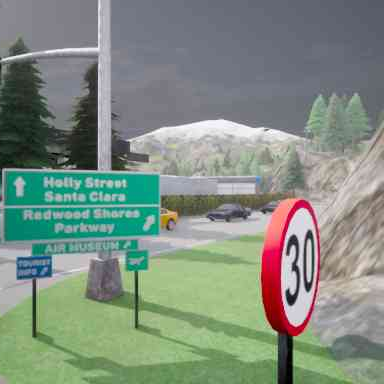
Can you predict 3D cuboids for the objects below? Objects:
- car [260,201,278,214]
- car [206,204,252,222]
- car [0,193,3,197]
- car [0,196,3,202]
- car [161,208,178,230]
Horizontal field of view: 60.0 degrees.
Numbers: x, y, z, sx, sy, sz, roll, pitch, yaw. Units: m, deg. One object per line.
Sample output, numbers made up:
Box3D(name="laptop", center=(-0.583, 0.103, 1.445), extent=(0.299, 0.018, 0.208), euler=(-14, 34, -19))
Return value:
Box3D(name="car", center=(9.650, 1.738, 37.708), extent=(2.033, 1.411, 5.357), euler=(0, 0, 36))
Box3D(name="car", center=(3.364, 1.738, 29.092), extent=(2.033, 1.411, 5.357), euler=(0, 0, 36))
Box3D(name="car", center=(-38.568, 1.484, 69.987), extent=(4.514, 1.523, 2.007), euler=(0, 0, 35))
Box3D(name="car", center=(-12.363, 1.503, 26.047), extent=(1.905, 1.878, 3.866), euler=(0, 0, 35))
Box3D(name="car", center=(-2.906, 1.668, 20.472), extent=(1.882, 1.535, 5.008), euler=(0, 0, 36))
